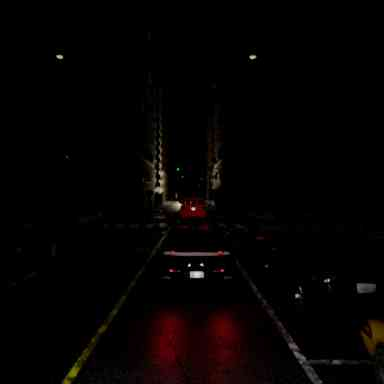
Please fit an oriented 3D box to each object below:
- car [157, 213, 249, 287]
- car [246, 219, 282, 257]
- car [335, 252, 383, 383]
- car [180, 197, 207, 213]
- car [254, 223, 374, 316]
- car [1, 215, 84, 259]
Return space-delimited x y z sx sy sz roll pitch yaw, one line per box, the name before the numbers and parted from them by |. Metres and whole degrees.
car | 0.105 1.575 9.570 2.128 1.511 4.902 0 0 0
car | 2.877 1.694 13.117 1.802 1.307 4.206 -1 0 0
car | 2.868 1.544 2.115 1.752 1.417 4.829 -1 0 0
car | 0.115 1.468 29.027 2.150 2.045 5.566 0 0 0
car | 2.872 1.631 7.531 1.947 1.339 4.313 -1 0 0
car | -5.669 1.656 13.120 1.887 1.381 4.507 -1 0 0
